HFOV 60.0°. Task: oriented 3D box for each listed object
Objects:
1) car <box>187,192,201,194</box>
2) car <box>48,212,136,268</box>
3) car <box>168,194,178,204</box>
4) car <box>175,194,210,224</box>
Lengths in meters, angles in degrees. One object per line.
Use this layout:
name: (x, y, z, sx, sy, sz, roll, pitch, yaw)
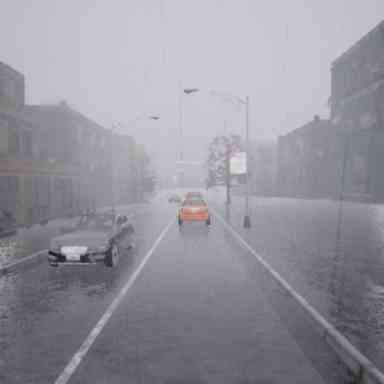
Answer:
car: (0.264, 0.954, 42.702, 2.150, 2.045, 5.566, 0, 0, 0)
car: (-3.144, 1.455, 11.290, 2.128, 1.511, 4.902, 0, 0, 0)
car: (-2.818, 1.150, 54.566, 1.837, 1.490, 4.892, 0, 1, 1)
car: (0.156, 1.228, 23.465, 2.097, 1.767, 4.553, 0, 0, 0)
